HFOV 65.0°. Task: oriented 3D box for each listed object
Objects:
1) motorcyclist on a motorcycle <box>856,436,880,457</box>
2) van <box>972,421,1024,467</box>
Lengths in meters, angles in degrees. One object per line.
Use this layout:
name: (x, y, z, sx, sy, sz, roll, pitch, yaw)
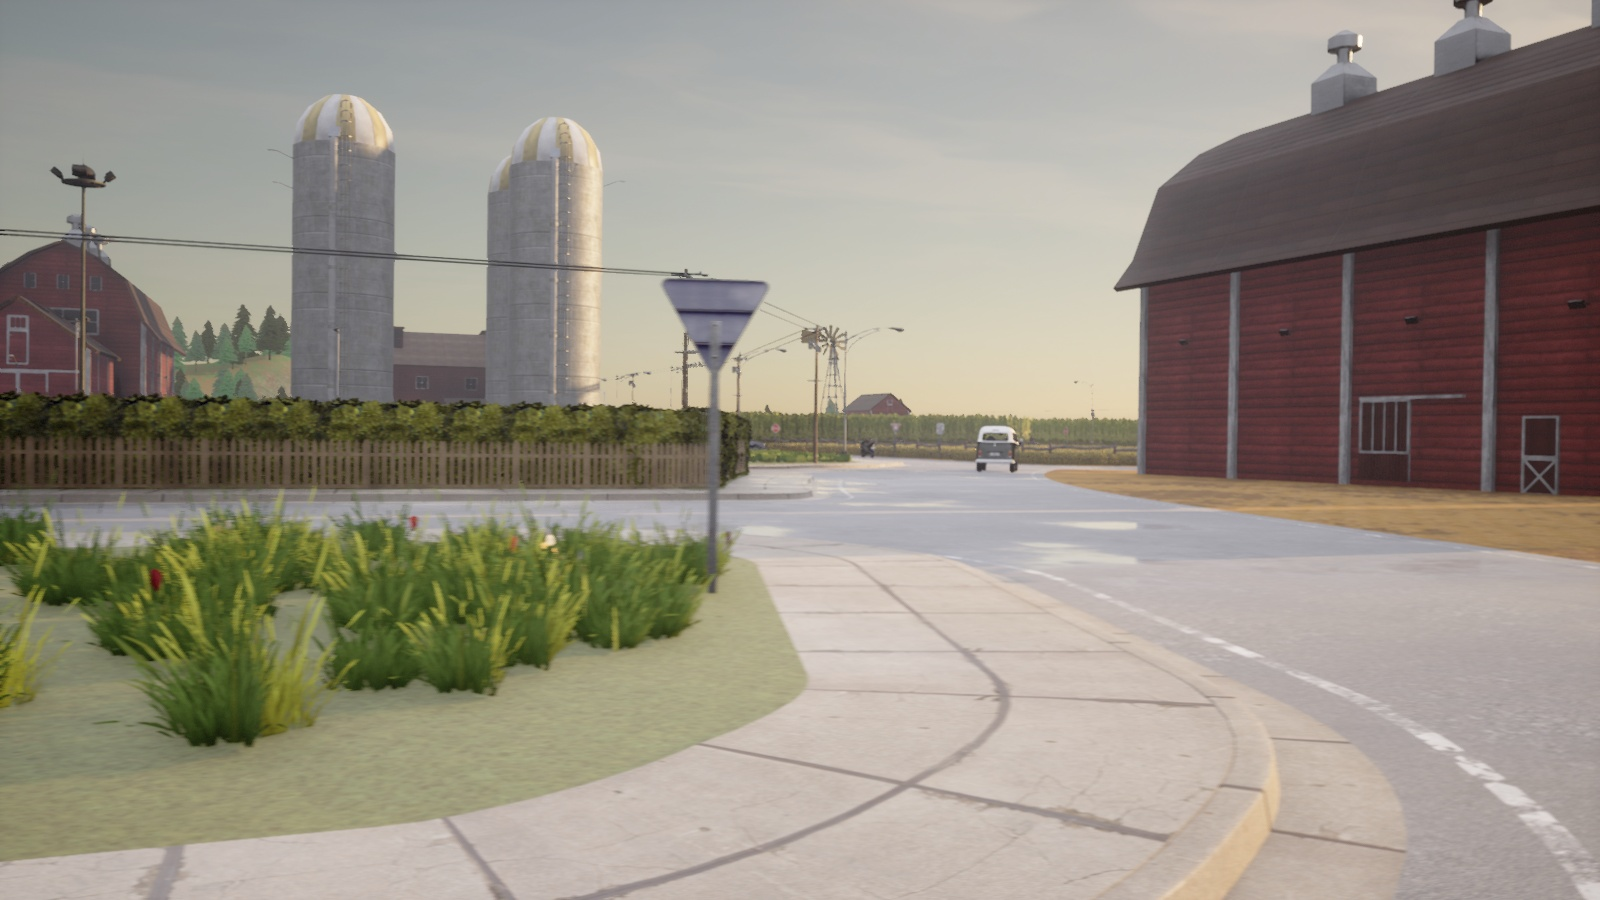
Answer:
motorcyclist on a motorcycle: (4.959, -0.278, 91.851, 0.866, 1.530, 2.191, -1, 1, -21)
van: (9.243, -0.248, 58.366, 2.069, 2.038, 4.480, 0, -1, 13)
